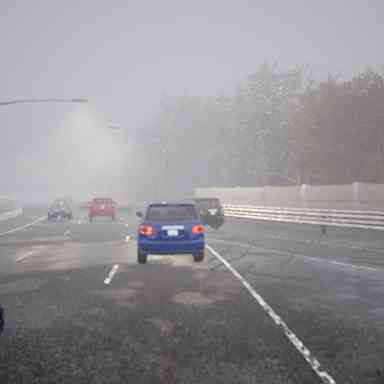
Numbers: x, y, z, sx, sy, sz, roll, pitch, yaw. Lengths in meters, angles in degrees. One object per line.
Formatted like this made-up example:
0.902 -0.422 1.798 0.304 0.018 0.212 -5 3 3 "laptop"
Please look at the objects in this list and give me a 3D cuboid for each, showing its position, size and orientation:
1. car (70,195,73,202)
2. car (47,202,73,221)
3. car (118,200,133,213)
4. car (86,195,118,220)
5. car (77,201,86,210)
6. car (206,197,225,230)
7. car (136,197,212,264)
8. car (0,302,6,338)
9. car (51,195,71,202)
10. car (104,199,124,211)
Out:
-28.033 1.752 73.188 2.150 2.045 5.566 0 -1 -42 "car"
-11.856 1.818 30.151 1.895 1.301 4.718 0 0 -17 "car"
-8.976 1.849 42.615 2.033 1.411 5.357 0 0 -23 "car"
-8.257 1.438 30.361 2.150 2.045 5.566 0 0 -17 "car"
-15.322 1.906 47.918 1.994 1.385 4.181 0 0 -26 "car"
-0.027 1.376 22.008 2.150 2.045 5.566 0 0 -28 "car"
-0.899 1.310 12.489 2.150 2.045 5.566 0 0 -7 "car"
-3.564 1.549 2.933 1.812 1.442 4.674 0 0 -3 "car"
-18.869 1.692 47.173 2.097 1.767 4.553 0 0 -27 "car"
-11.167 1.838 47.355 1.837 1.490 4.892 0 -1 -25 "car"
